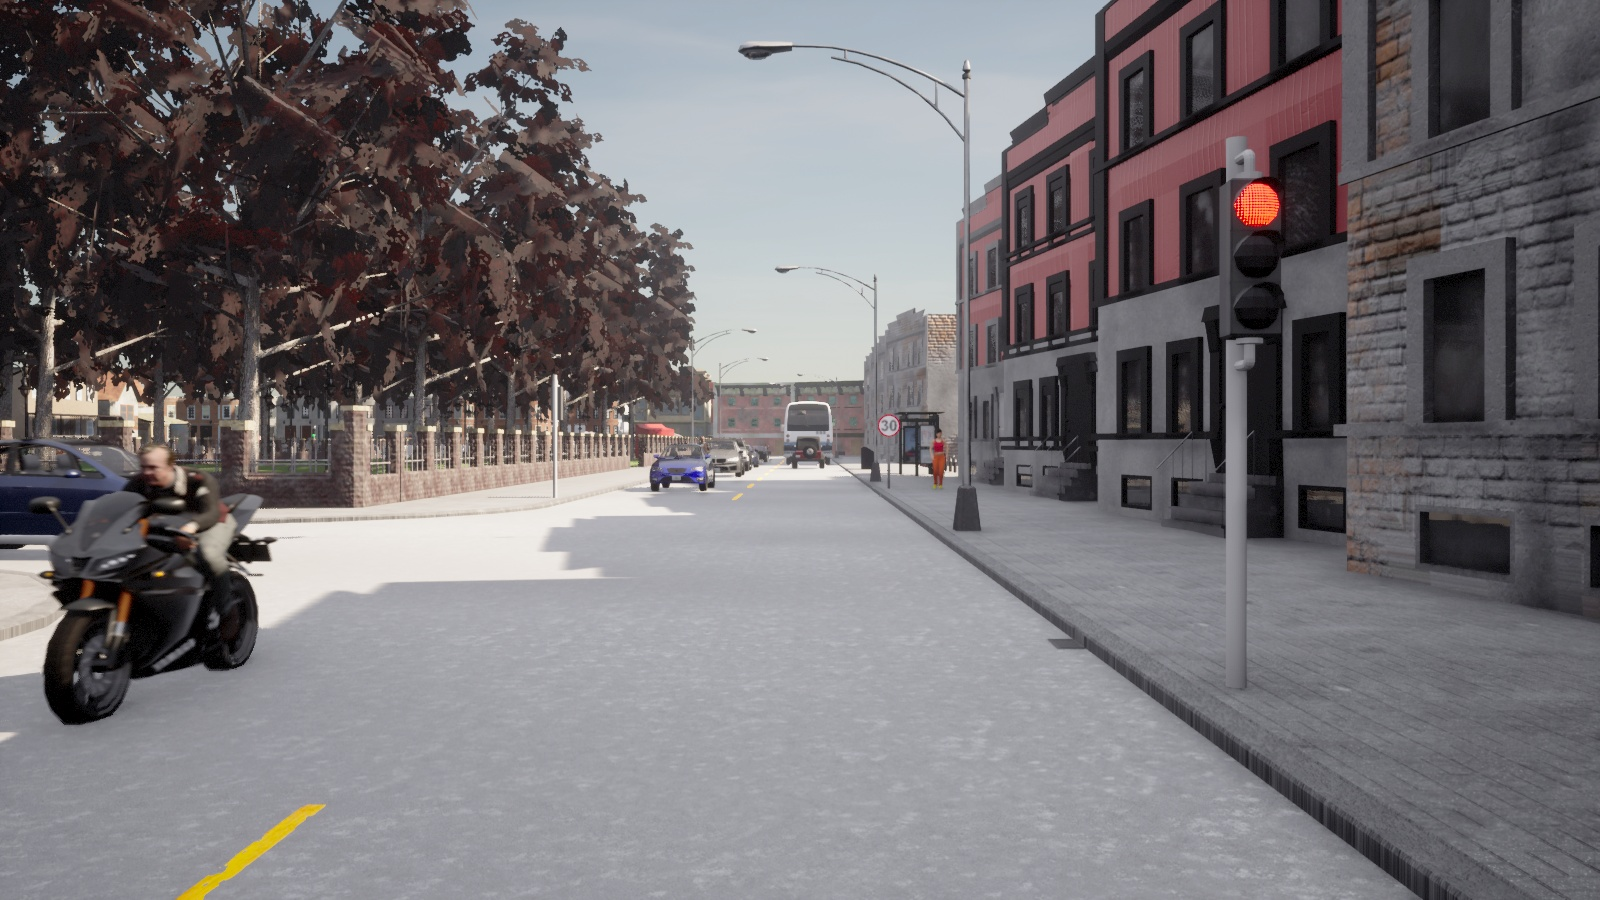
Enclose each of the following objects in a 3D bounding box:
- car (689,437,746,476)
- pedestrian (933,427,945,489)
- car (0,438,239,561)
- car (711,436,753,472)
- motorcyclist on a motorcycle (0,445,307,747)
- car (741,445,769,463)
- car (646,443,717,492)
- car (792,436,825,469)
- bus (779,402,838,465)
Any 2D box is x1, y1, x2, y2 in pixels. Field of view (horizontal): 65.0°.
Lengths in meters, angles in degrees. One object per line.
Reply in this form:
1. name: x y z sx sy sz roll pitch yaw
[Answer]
1. car: -3.627 0.270 56.252 2.242 1.667 4.611 0 0 0
2. pedestrian: 4.156 0.247 37.611 0.345 1.836 0.594 0 0 6
3. car: -9.767 0.620 16.815 3.705 1.549 1.789 0 0 2
4. car: -3.560 0.187 66.136 1.932 1.855 4.605 0 0 1
5. motorcyclist on a motorcycle: -3.823 0.736 7.478 0.866 1.530 2.191 0 0 1
6. car: -3.396 0.307 95.183 1.895 1.301 4.718 0 0 0
7. car: -3.717 0.530 40.145 1.816 1.474 4.193 0 0 1
8. car: 0.489 0.125 73.983 1.905 1.878 3.866 0 0 0
9. bus: 0.574 -1.132 89.020 3.944 4.253 10.273 0 0 0
